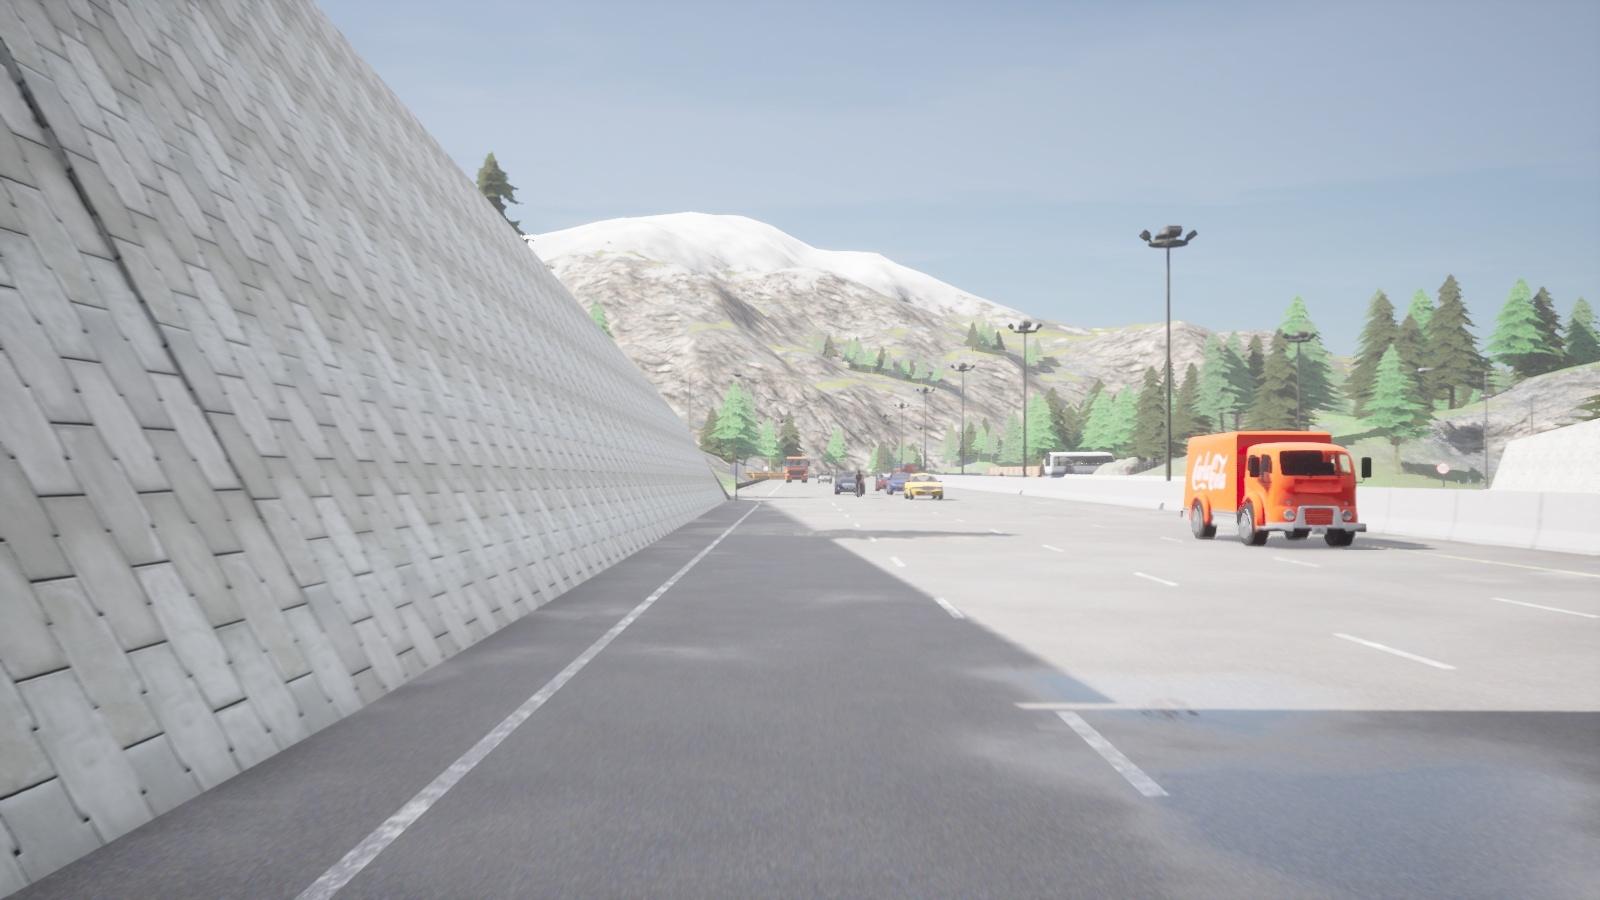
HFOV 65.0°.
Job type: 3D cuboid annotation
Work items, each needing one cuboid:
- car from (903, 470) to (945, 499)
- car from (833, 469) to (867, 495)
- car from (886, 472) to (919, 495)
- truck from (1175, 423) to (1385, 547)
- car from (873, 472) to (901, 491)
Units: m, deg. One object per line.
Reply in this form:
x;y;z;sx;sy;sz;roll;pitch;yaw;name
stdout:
6.831;1.889;69.731;1.801;1.575;5.366;0;-1;0;car
3.297;2.121;83.335;2.033;1.649;4.856;0;-1;0;car
6.797;2.209;83.703;1.812;1.442;4.674;0;-1;0;car
10.430;0.754;27.850;2.627;2.467;5.204;0;-1;0;truck
6.763;2.433;97.857;1.845;1.501;3.633;0;-1;0;car
